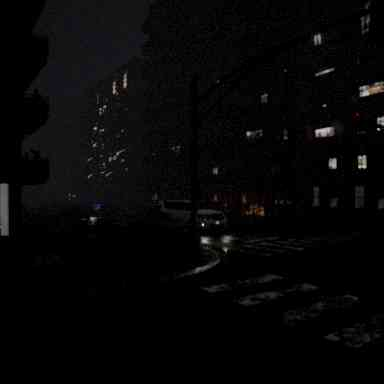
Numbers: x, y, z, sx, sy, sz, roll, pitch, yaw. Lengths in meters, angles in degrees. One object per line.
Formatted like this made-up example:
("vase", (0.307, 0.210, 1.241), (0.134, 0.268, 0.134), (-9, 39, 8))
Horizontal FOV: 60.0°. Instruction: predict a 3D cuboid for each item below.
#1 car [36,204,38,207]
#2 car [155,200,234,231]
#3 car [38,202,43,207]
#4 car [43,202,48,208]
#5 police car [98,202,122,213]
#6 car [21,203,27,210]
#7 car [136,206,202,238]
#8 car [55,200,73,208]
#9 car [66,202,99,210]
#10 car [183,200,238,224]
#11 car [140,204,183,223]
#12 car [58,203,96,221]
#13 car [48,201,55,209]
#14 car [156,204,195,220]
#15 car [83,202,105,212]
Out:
("car", (-38.346, 3.160, 84.682), (1.947, 1.339, 4.313), (-1, 0, -36))
("car", (-0.091, 1.531, 22.175), (2.150, 2.045, 5.566), (0, -1, -36))
("car", (-35.025, 3.041, 80.095), (1.887, 1.381, 4.507), (-1, 0, -36))
("car", (-31.697, 2.964, 75.511), (1.947, 1.339, 4.313), (-1, 0, -36))
("police car", (-12.248, 2.248, 49.542), (1.930, 1.638, 5.238), (0, -1, -36))
("car", (-31.766, 2.765, 61.393), (1.887, 1.381, 4.507), (-1, 0, -36))
("car", (-1.729, 1.828, 20.000), (1.752, 1.417, 4.829), (-1, 0, -36))
("car", (-25.051, 2.516, 66.343), (2.192, 1.841, 5.009), (-1, 0, -36))
("car", (-13.657, 2.276, 40.897), (2.033, 1.411, 5.357), (0, -1, -36))
("car", (1.559, 1.705, 29.674), (2.192, 1.841, 5.009), (-1, 0, -36))
("car", (-3.009, 1.978, 31.646), (1.837, 1.490, 4.892), (0, -1, -36))
("car", (-11.807, 2.159, 33.889), (1.887, 1.381, 4.507), (-1, 0, -36))
("car", (-28.378, 2.615, 70.928), (2.192, 1.841, 5.009), (-1, 0, -36))
("car", (-1.761, 2.037, 34.257), (1.887, 1.381, 4.507), (-1, 0, -36))
("car", (-16.290, 2.424, 55.121), (1.882, 1.535, 5.008), (0, -1, -36))
